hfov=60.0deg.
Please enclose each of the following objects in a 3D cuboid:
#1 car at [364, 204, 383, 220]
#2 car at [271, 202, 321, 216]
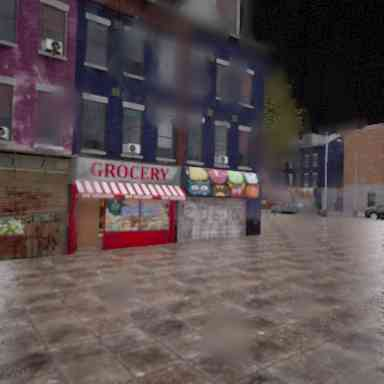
[{"bbox_3d":[16.457,1.678,26.647,1.837,1.490,4.892,3,-2,-34],"label":"car"},{"bbox_3d":[10.733,1.795,34.791,2.033,1.411,5.357,3,-2,-35],"label":"car"}]
